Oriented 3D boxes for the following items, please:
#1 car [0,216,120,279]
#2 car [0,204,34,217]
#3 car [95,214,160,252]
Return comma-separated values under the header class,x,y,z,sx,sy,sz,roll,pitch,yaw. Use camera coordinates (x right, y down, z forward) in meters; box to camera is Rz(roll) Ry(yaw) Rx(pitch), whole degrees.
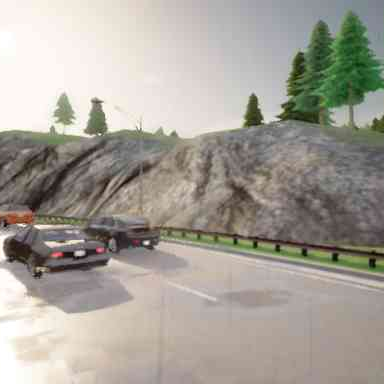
class,x,y,z,sx,sy,sz,roll,pitch,yaw
car,-4.604,1.706,10.760,2.033,1.411,5.357,1,-1,-41
car,-13.846,1.730,25.380,4.553,1.767,2.097,-1,-1,43
car,-3.307,1.713,14.609,1.837,1.490,4.892,1,-1,-41
